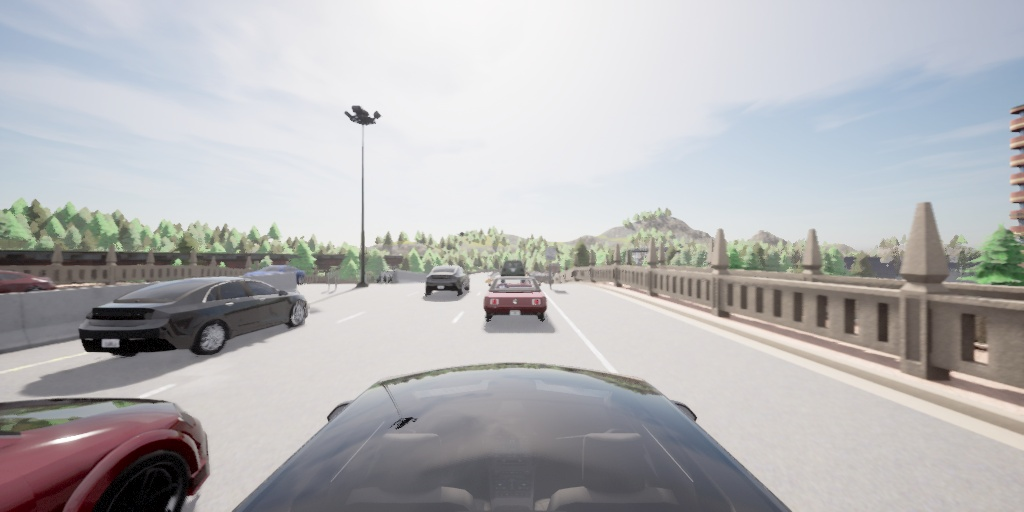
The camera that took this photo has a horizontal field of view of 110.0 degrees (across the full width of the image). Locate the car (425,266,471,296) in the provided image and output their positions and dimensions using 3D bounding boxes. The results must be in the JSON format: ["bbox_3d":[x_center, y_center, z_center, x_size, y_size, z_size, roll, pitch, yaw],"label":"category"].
[{"bbox_3d":[-3.410,1.273,19.565,1.837,1.490,4.892,0,-1,0],"label":"car"}]

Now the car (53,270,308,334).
[{"bbox_3d":[-6.904,1.255,8.590,1.837,1.490,4.892,0,0,0],"label":"car"}]

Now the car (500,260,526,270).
[{"bbox_3d":[0.085,1.507,32.875,2.150,2.045,5.566,0,-4,0],"label":"car"}]

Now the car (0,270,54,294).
[{"bbox_3d":[-21.079,1.276,13.875,1.812,1.442,4.674,0,0,0],"label":"car"}]

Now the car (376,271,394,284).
[{"bbox_3d":[-14.019,2.502,41.290,1.837,1.490,4.892,0,-6,0],"label":"car"}]

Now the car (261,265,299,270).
[{"bbox_3d":[-17.548,1.436,26.763,1.882,1.535,5.008,0,-2,0],"label":"car"}]

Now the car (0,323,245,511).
[{"bbox_3d":[-3.399,1.314,1.109,1.994,1.385,4.181,0,0,0],"label":"car"}]

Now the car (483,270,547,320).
[{"bbox_3d":[0.095,1.352,12.551,1.895,1.301,4.718,0,0,0],"label":"car"}]
